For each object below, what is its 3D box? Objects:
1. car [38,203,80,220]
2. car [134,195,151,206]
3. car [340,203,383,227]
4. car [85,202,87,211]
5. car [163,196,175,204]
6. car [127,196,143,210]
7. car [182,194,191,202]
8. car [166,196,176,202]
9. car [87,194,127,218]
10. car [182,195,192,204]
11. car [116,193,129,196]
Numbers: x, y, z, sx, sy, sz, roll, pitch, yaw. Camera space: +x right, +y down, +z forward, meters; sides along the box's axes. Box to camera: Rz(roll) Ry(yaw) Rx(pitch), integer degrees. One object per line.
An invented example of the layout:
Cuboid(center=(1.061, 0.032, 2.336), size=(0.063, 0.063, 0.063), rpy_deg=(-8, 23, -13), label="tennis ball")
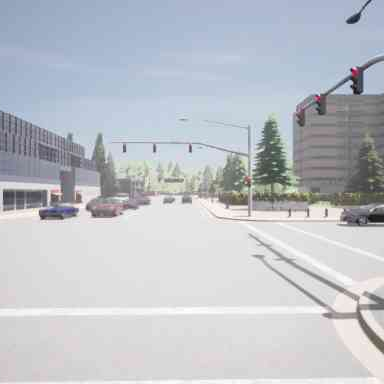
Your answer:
Cuboid(center=(-11.131, 1.601, 28.054), size=(1.895, 1.301, 4.718), rpy_deg=(0, 0, -1), label="car")
Cuboid(center=(-8.032, 1.478, 55.690), size=(1.882, 1.535, 5.008), rpy_deg=(0, 0, 0), label="car")
Cuboid(center=(12.501, 1.492, 22.300), size=(4.902, 1.511, 2.128), rpy_deg=(0, 0, -1), label="car")
Cuboid(center=(-11.328, 1.505, 39.814), size=(1.837, 1.490, 4.892), rpy_deg=(0, 0, -1), label="car")
Cuboid(center=(-4.577, 1.547, 64.694), size=(2.033, 1.411, 5.357), rpy_deg=(0, 0, -1), label="car")
Cuboid(center=(-7.861, 1.563, 42.286), size=(1.994, 1.385, 4.181), rpy_deg=(0, 0, -1), label="car")
Cuboid(center=(-1.217, 1.355, 75.084), size=(2.097, 1.767, 4.553), rpy_deg=(0, 0, -1), label="car")
Cuboid(center=(-4.723, 1.509, 75.330), size=(1.895, 1.301, 4.718), rpy_deg=(0, 0, -1), label="car")
Cuboid(center=(-7.674, 1.352, 30.507), size=(2.097, 1.767, 4.553), rpy_deg=(0, 0, -1), label="car")
Cuboid(center=(-0.980, 1.504, 65.020), size=(1.837, 1.490, 4.892), rpy_deg=(0, 0, -1), label="car")
Cuboid(center=(-11.507, 1.219, 53.859), size=(2.150, 2.045, 5.566), rpy_deg=(0, 0, 0), label="car")
